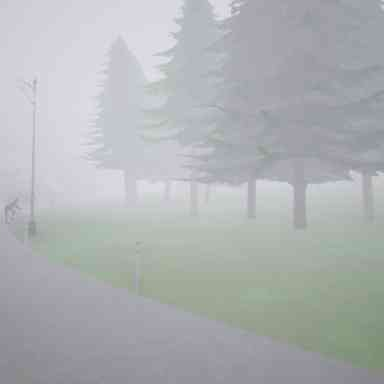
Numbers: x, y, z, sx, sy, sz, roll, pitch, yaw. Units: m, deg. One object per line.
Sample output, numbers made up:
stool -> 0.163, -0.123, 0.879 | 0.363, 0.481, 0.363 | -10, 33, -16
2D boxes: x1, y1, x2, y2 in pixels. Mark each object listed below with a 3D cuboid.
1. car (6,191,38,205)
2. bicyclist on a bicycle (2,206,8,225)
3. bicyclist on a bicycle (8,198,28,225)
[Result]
car -> -21.908, 0.632, 43.128 | 2.097, 1.767, 4.553 | 1, 2, 2
bicyclist on a bicycle -> -9.202, 1.276, 15.120 | 0.582, 1.620, 1.656 | 1, 0, -2
bicyclist on a bicycle -> -11.031, 1.216, 20.663 | 1.656, 1.620, 0.582 | -2, 1, 3
